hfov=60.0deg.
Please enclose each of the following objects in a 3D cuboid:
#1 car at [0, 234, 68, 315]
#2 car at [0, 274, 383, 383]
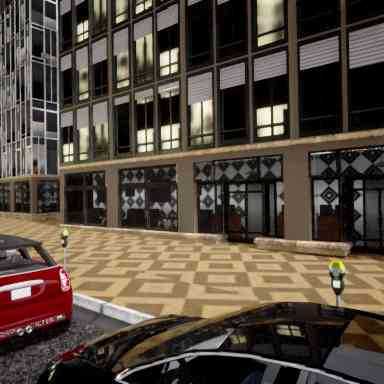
[{"bbox_3d":[-3.933,1.441,5.833,4.097,1.590,1.967,0,-1,37],"label":"car"},{"bbox_3d":[0.642,1.566,2.454,4.313,1.339,1.947,0,-1,36],"label":"car"}]
